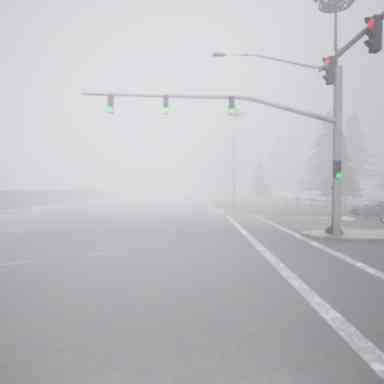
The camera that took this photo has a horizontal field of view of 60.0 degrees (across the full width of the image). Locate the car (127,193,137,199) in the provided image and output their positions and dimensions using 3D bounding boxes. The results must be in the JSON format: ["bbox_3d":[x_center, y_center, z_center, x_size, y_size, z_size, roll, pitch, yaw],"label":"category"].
[{"bbox_3d":[-14.748,0.887,82.385,1.882,1.535,5.008,0,0,-2],"label":"car"}]

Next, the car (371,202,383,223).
[{"bbox_3d":[14.370,1.467,20.787,4.902,1.511,2.128,0,0,-3],"label":"car"}]

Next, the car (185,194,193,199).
[{"bbox_3d":[-0.772,1.094,83.422,1.895,1.301,4.718,0,0,-2],"label":"car"}]

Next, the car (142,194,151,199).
[{"bbox_3d":[-11.251,1.027,82.528,1.895,1.301,4.718,0,0,-2],"label":"car"}]

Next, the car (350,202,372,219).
[{"bbox_3d":[15.536,1.505,27.844,4.181,1.385,1.994,0,0,-3],"label":"car"}]

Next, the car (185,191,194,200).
[{"bbox_3d":[-0.510,1.084,73.525,1.812,1.442,4.674,0,0,-2],"label":"car"}]
